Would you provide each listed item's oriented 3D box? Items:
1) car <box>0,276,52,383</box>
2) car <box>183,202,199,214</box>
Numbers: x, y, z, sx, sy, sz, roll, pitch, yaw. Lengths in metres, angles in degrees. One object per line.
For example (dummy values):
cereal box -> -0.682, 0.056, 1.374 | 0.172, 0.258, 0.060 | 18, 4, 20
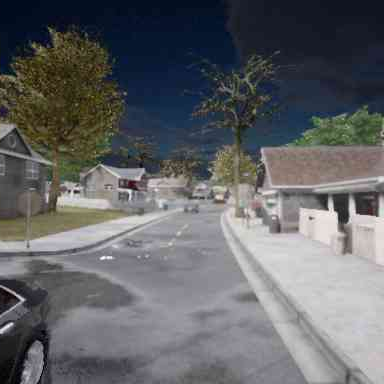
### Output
car -> -2.694, 1.552, 2.359 | 1.837, 1.490, 4.892 | 1, 0, 1
car -> -0.051, 2.164, 46.386 | 2.128, 1.511, 4.902 | 0, -1, 6
